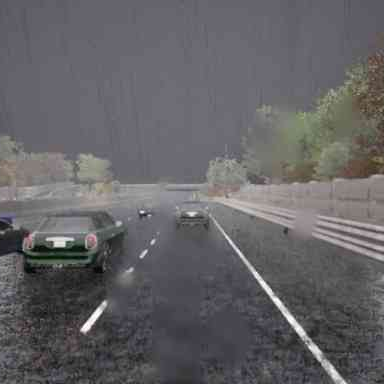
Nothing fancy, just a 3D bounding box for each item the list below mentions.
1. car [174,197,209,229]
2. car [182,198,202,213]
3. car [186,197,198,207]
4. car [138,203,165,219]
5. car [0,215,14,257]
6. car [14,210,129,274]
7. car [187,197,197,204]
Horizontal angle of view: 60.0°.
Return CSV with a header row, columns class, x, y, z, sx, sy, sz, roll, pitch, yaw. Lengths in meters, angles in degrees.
class,x,y,z,sx,sy,sz,roll,pitch,yaw
car,-0.004,1.367,21.578,2.097,1.767,4.553,0,0,0
car,-0.009,1.543,39.181,2.128,1.511,4.902,0,0,0
car,-0.013,1.618,53.508,1.812,1.442,4.674,0,0,0
car,-3.407,1.629,28.908,1.895,1.301,4.718,0,0,0
car,-6.903,1.508,10.566,1.837,1.490,4.892,0,0,0
car,-3.404,1.356,10.692,2.097,1.767,4.553,0,0,0
car,0.020,1.737,70.182,1.895,1.301,4.718,0,0,2
